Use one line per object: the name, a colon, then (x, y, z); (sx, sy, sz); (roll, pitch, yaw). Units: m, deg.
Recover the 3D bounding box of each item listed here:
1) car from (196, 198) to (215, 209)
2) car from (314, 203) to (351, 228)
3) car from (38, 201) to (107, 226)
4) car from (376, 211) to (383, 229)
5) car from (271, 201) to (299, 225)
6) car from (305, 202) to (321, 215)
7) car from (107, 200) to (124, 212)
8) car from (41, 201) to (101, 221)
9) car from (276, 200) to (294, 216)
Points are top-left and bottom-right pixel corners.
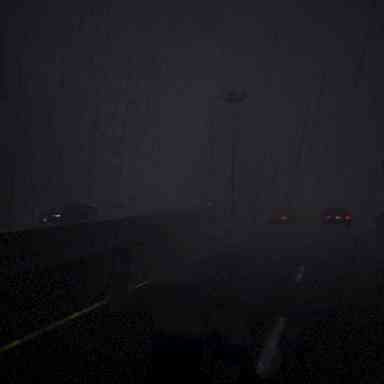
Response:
car: (1.972, 1.639, 47.786); (2.097, 1.767, 4.553); (1, 0, 11)
car: (10.638, 1.807, 24.950); (2.033, 1.411, 5.357); (1, 0, 17)
car: (-8.546, 1.520, 23.472); (2.128, 1.511, 4.902); (1, 0, 19)
car: (12.969, 1.742, 20.885); (1.882, 1.535, 5.008); (1, 0, 19)
car: (7.305, 1.705, 26.149); (1.882, 1.535, 5.008); (1, -1, 17)
car: (14.378, 1.858, 38.878); (1.882, 1.535, 5.008); (1, 0, 13)
car: (-10.368, 1.708, 41.353); (1.895, 1.301, 4.718); (1, 0, 14)
car: (-10.327, 1.586, 28.953); (2.033, 1.411, 5.357); (1, 0, 18)
car: (10.717, 1.814, 38.574); (1.882, 1.535, 5.008); (1, 0, 14)
